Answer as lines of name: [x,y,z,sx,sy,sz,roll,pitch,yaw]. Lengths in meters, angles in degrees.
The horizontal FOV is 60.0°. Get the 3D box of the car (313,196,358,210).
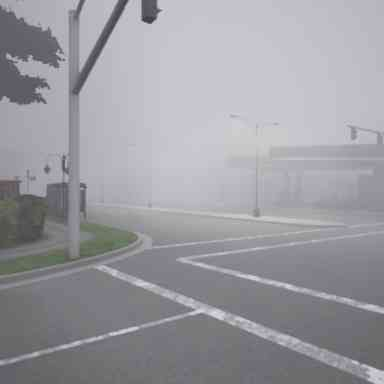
car: [17.016,1.303,40.339,2.242,1.667,4.611,0,0,-35]

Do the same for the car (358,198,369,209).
car: [21.282,1.465,44.262,1.970,1.475,3.806,0,0,-35]
